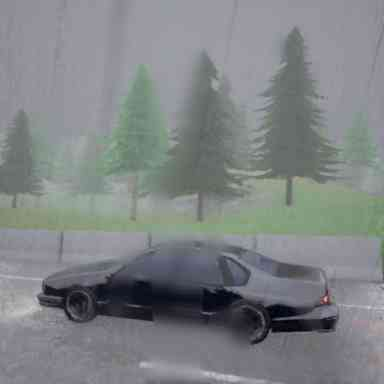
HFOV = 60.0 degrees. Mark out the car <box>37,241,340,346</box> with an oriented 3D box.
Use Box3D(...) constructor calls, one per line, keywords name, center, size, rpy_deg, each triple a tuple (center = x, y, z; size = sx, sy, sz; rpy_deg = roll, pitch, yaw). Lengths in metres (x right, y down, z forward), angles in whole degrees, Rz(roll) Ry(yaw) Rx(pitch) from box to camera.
Box3D(name="car", center=(-0.173, 1.668, 6.301), size=(5.357, 1.411, 2.033), rpy_deg=(0, -1, 17))
